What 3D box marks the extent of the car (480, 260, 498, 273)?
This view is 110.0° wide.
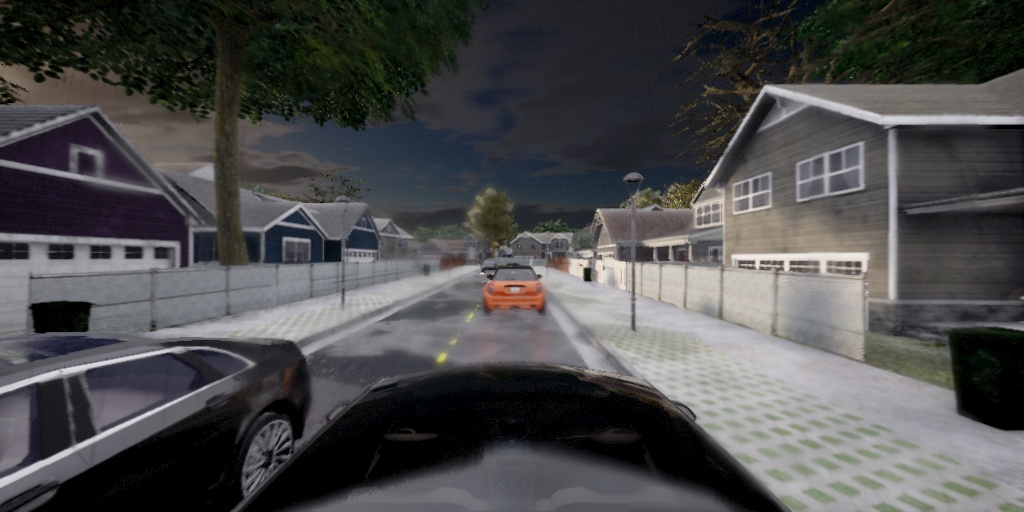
[{"bbox_3d":[-2.826,1.271,44.501,1.837,1.490,4.892,0,0,0],"label":"car"}]

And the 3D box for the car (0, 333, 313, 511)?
[{"bbox_3d":[-2.850,1.242,1.495,2.128,1.511,4.902,0,0,0],"label":"car"}]

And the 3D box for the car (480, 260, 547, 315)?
[{"bbox_3d":[0.102,1.106,13.627,2.097,1.767,4.553,0,0,0],"label":"car"}]
